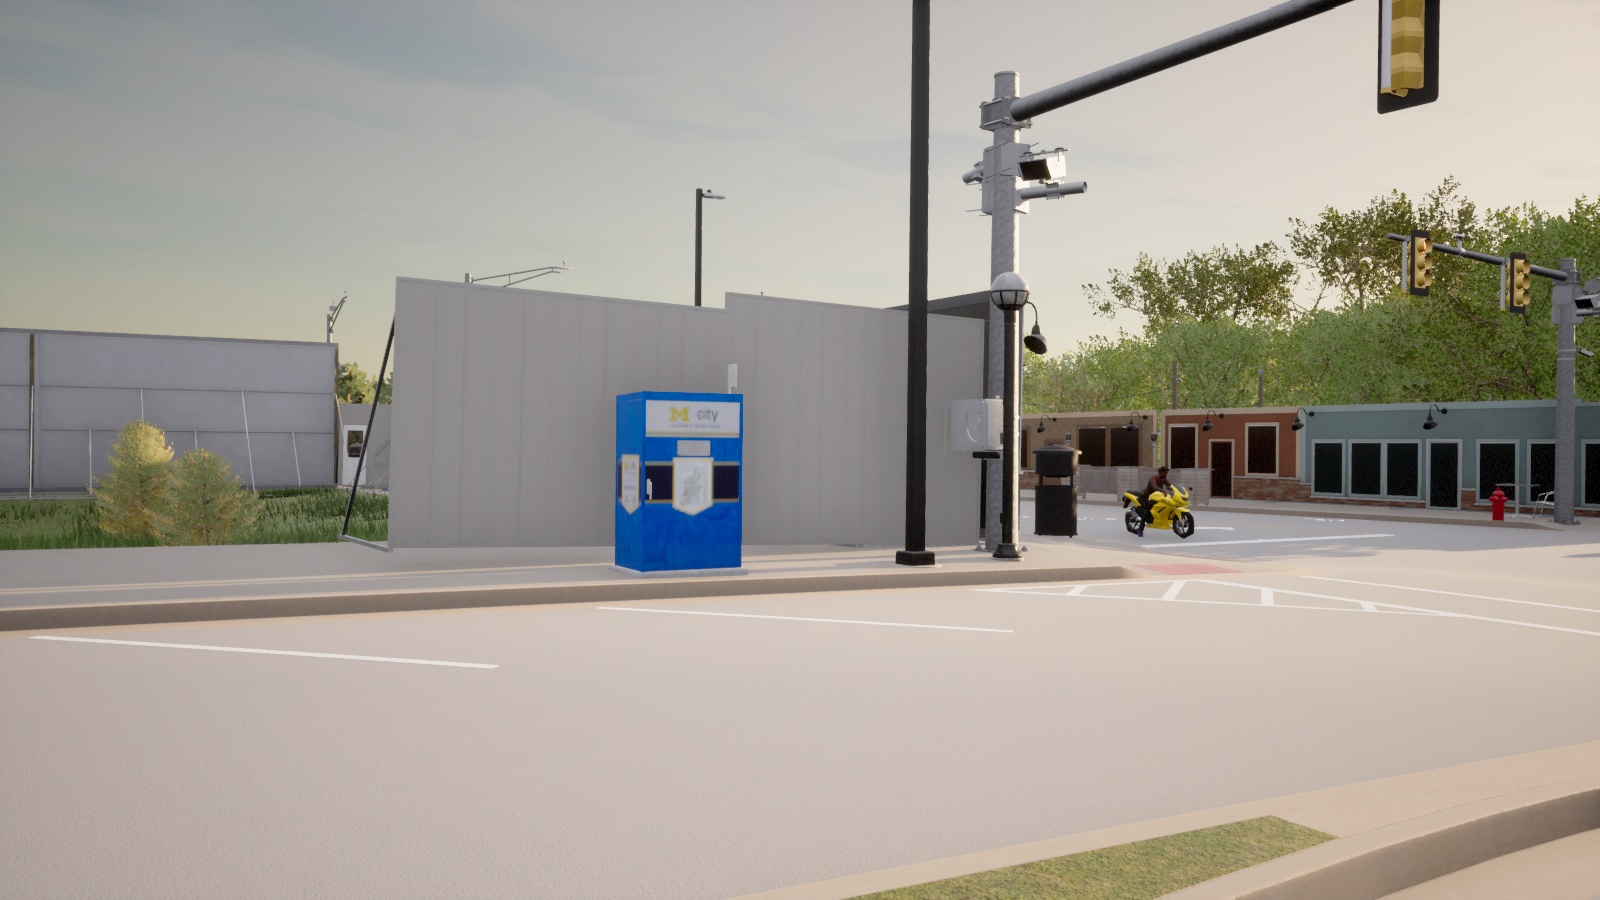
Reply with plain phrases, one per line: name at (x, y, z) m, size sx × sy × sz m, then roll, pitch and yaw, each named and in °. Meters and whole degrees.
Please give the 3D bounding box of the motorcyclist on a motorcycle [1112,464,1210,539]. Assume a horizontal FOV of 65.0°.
motorcyclist on a motorcycle at (7.667, 1.065, 26.778) m, size 0.797 × 1.523 × 2.044 m, roll 0°, pitch 0°, yaw -29°
